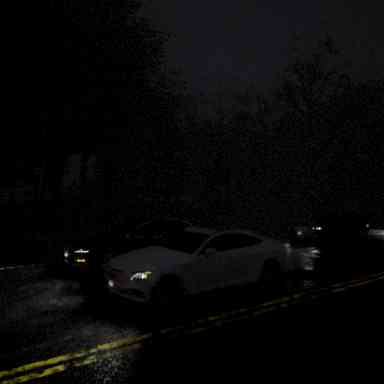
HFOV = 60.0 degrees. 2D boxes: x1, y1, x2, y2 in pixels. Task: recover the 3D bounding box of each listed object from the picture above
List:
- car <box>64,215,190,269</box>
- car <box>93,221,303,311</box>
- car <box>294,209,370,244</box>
[{"bbox_3d":[-1.482,1.525,10.597,4.892,1.490,1.837,1,0,-35],"label":"car"},{"bbox_3d":[0.323,1.555,7.896,4.674,1.442,1.812,1,0,-35],"label":"car"},{"bbox_3d":[6.888,1.624,16.491,4.902,1.511,2.128,1,0,-35],"label":"car"}]
